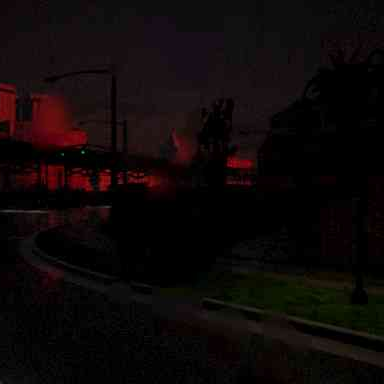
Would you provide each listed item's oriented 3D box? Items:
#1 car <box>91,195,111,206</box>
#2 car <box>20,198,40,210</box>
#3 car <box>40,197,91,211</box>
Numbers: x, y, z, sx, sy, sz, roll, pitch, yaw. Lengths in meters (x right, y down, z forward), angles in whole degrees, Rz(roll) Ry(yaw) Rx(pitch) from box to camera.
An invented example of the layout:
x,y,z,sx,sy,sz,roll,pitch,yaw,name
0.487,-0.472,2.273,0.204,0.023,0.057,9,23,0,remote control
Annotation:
x,y,z,sx,sy,sz,roll,pitch,yaw,name
-12.847,1.257,48.117,2.128,1.511,4.902,0,1,37,car
-18.475,1.402,40.665,1.812,1.442,4.674,0,1,37,car
-14.908,1.363,39.579,1.837,1.490,4.892,0,1,37,car
